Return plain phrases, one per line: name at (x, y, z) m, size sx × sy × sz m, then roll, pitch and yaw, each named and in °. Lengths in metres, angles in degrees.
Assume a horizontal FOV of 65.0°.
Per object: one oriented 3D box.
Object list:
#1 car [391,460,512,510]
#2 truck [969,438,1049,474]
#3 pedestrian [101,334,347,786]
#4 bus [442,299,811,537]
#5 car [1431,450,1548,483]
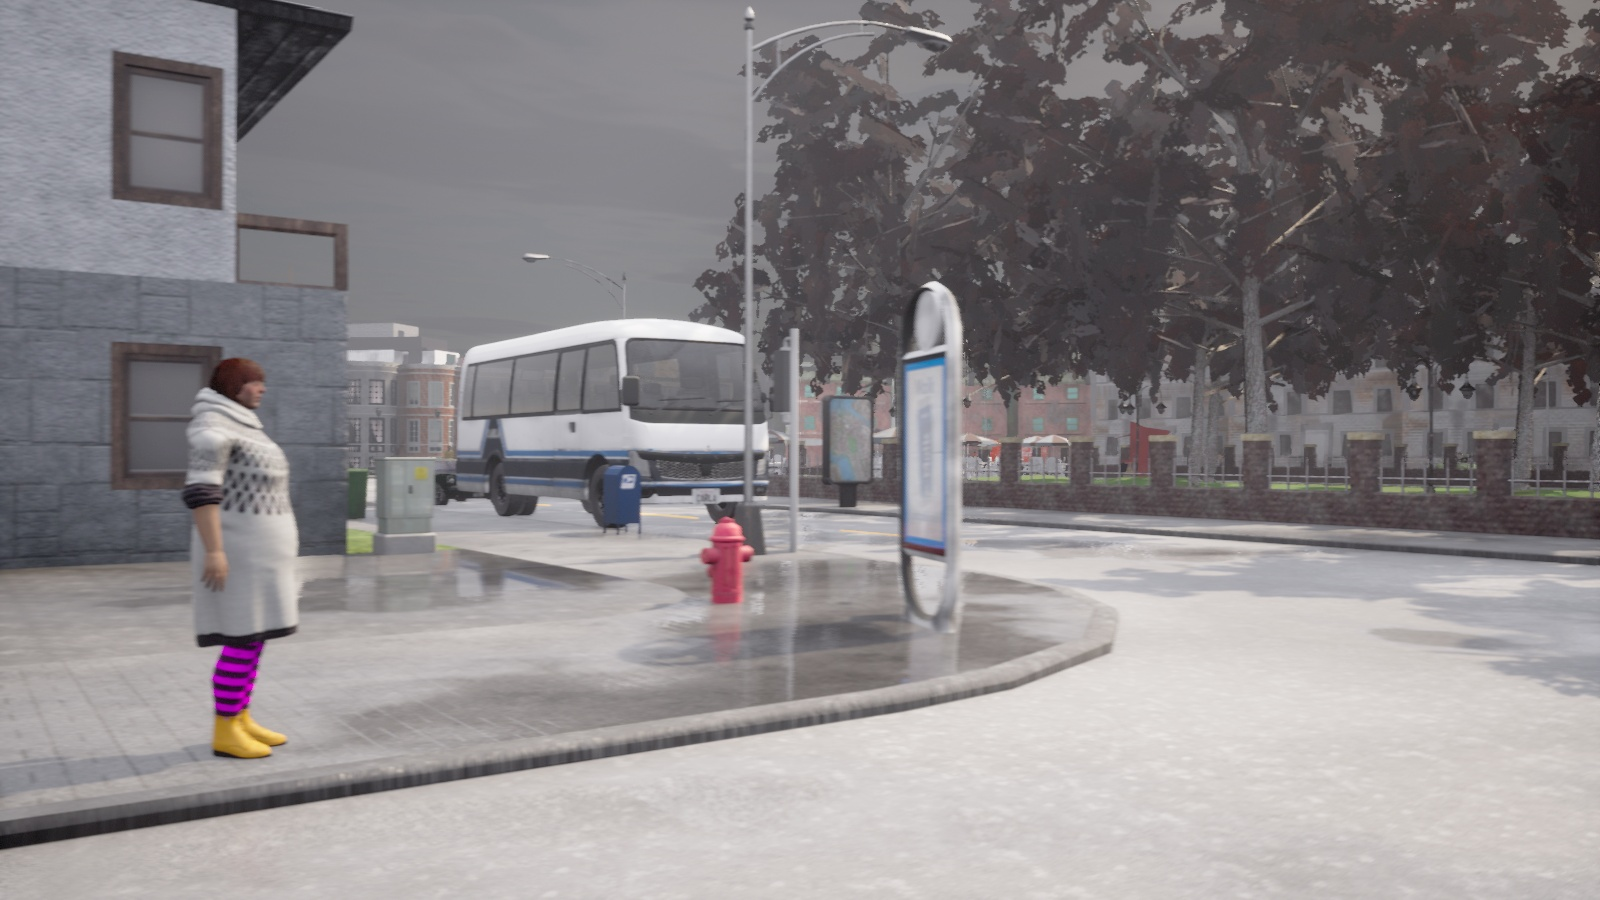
car at (-10.075, 0.955, 36.067) m, size 1.895 × 1.301 × 4.718 m, roll 0°, pitch 0°, yaw -35°
truck at (14.908, 0.445, 89.506) m, size 5.204 × 2.467 × 2.627 m, roll 0°, pitch 0°, yaw 23°
pedestrian at (-2.625, 0.474, 5.805) m, size 0.873 × 1.952 × 0.659 m, roll 0°, pitch 0°, yaw -7°
bus at (-4.304, -0.554, 27.801) m, size 3.944 × 4.253 × 10.273 m, roll 0°, pitch 0°, yaw -34°
car at (33.066, 0.768, 60.338) m, size 2.007 × 1.525 × 4.514 m, roll 0°, pitch 0°, yaw -35°
